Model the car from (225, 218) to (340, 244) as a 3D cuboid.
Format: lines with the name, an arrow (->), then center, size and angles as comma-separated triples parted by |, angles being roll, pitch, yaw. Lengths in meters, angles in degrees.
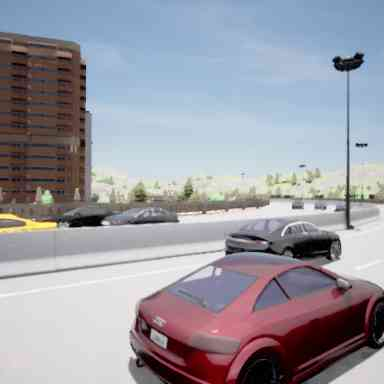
car -> 3.192, 1.630, 11.085 | 4.902, 1.511, 2.128 | 1, -1, -41

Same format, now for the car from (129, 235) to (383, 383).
car -> 1.211, 1.624, 4.933 | 4.181, 1.385, 1.994 | 1, -1, -38

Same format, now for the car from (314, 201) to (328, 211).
car -> 21.002, 2.244, 54.144 | 1.812, 1.442, 4.674 | 0, -1, 22

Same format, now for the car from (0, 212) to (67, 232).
car -> -7.375, 1.538, 11.788 | 5.008, 1.535, 1.882 | 1, -1, -37

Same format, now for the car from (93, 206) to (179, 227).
car -> -2.973, 1.669, 19.857 | 4.902, 1.511, 2.128 | 1, -1, -42

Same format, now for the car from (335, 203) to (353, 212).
car -> 20.310, 2.177, 44.325 | 1.994, 1.385, 4.181 | 0, -1, 27

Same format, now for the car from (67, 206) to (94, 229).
car -> -6.865, 1.637, 21.100 | 5.008, 1.535, 1.882 | 1, -1, -41

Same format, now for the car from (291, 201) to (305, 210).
car -> 17.614, 2.205, 55.108 | 1.837, 1.490, 4.892 | 0, 0, 22
